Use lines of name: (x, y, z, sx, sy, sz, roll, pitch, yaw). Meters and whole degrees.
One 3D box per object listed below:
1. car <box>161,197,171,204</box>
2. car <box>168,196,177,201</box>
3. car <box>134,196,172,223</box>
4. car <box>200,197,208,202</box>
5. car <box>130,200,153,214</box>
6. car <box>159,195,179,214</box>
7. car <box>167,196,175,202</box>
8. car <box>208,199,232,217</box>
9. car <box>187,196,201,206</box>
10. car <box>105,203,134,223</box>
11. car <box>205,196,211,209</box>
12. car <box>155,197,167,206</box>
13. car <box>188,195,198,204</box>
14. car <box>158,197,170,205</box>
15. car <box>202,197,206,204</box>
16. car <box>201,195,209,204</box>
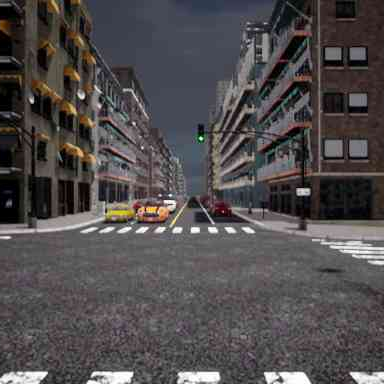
car: (-5.462, 1.754, 70.580, 1.887, 1.381, 4.507, 1, 0, 0)
car: (-5.393, 1.831, 92.673, 2.008, 1.369, 4.403, 1, 0, 0)
car: (-3.011, 1.428, 26.495, 2.097, 1.767, 4.553, 0, 0, 0)
car: (2.954, 1.810, 81.587, 1.947, 1.339, 4.313, 1, 0, 0)
car: (-5.565, 1.653, 37.440, 1.887, 1.381, 4.507, 1, 0, 0)
car: (-2.979, 1.329, 37.161, 2.150, 2.045, 5.566, 0, 0, 0)
car: (-5.410, 1.787, 86.980, 1.752, 1.417, 4.829, 1, 0, 0)
car: (2.798, 1.637, 31.876, 1.887, 1.381, 4.507, 1, 0, 0)
car: (0.183, 1.674, 57.729, 1.837, 1.490, 4.892, 0, 0, 0)
car: (-5.600, 1.601, 26.223, 1.752, 1.417, 4.829, 1, 0, 0)
car: (2.817, 1.549, 37.400, 1.967, 1.590, 4.097, 1, 0, 0)
car: (-5.497, 1.700, 59.364, 1.752, 1.417, 4.829, 1, 0, 0)
car: (0.214, 1.554, 68.121, 2.097, 1.767, 4.553, 0, 0, 0)
car: (-5.479, 1.743, 65.057, 2.008, 1.369, 4.403, 1, 0, 0)
car: (2.850, 1.723, 48.446, 1.802, 1.307, 4.206, 1, 0, 0)
car: (2.922, 1.525, 70.542, 2.192, 1.841, 5.009, 1, 0, 0)
